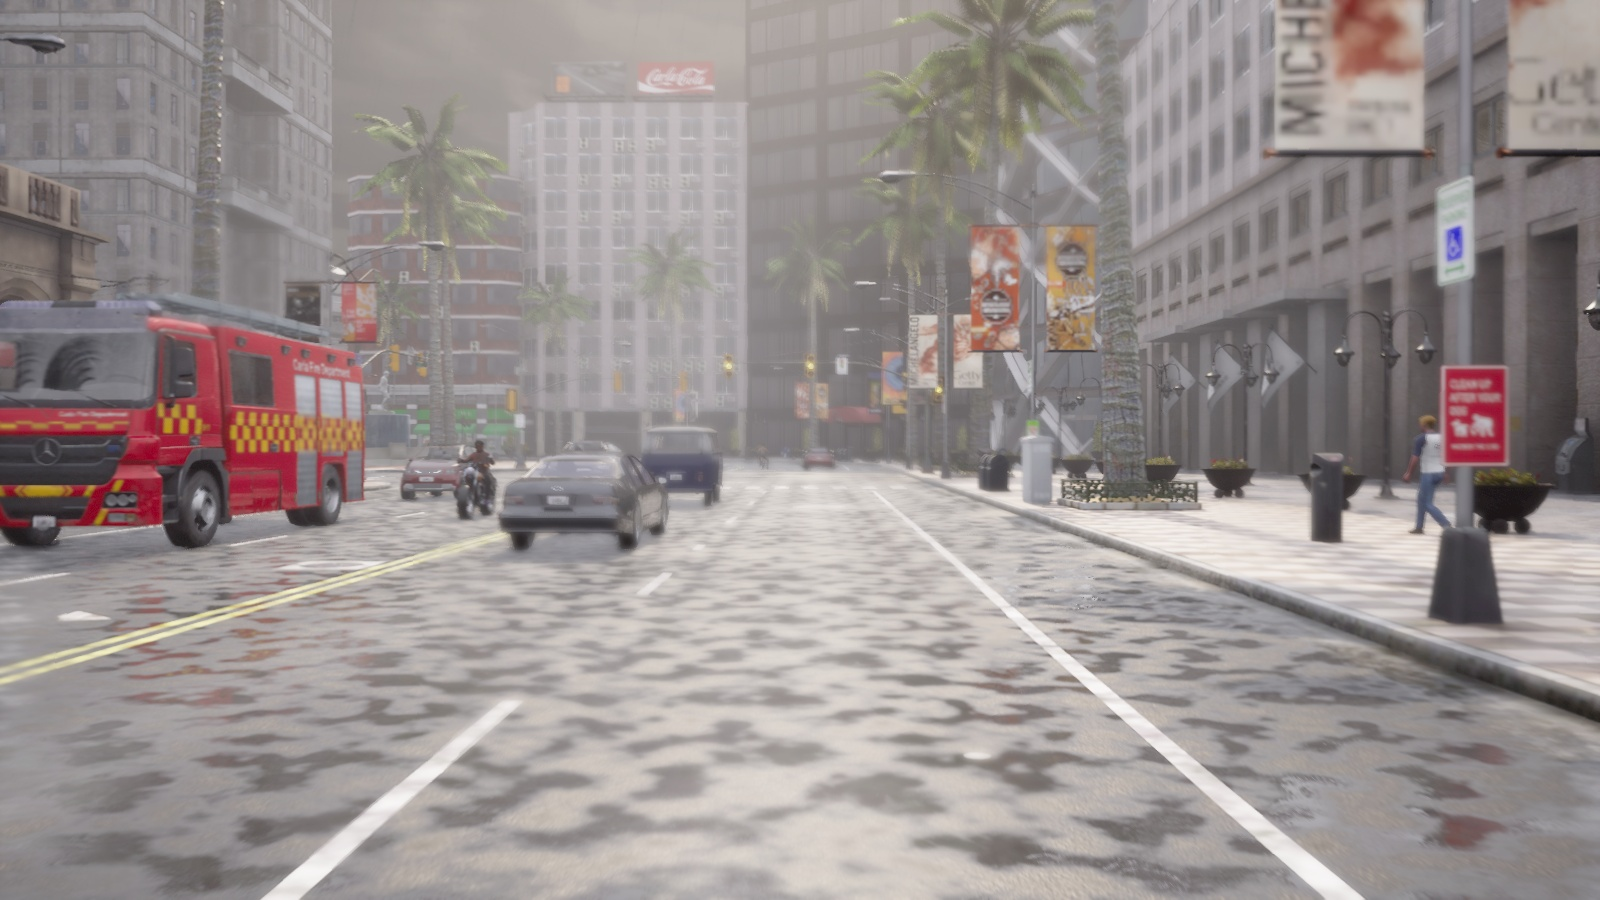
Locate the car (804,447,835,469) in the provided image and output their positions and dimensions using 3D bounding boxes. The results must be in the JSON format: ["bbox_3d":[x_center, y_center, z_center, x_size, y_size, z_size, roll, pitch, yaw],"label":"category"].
[{"bbox_3d":[1.275,0.490,81.899,1.994,1.385,4.181,0,0,1],"label":"car"}]

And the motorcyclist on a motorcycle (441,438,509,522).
[{"bbox_3d":[-6.686,0.589,25.968,0.766,1.649,2.350,0,0,1],"label":"motorcyclist on a motorcycle"}]

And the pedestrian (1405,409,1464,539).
[{"bbox_3d":[9.208,0.339,18.236,0.354,1.836,0.706,0,0,-19],"label":"pedestrian"}]

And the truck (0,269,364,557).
[{"bbox_3d":[-10.214,-0.500,20.904,2.891,3.827,8.468,0,0,1],"label":"truck"}]

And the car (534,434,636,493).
[{"bbox_3d":[-6.410,0.371,37.960,2.152,1.651,5.027,0,0,1],"label":"car"}]

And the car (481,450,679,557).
[{"bbox_3d":[-3.214,0.715,19.540,2.033,1.411,5.357,0,0,1],"label":"car"}]

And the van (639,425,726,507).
[{"bbox_3d":[-2.982,0.374,32.591,1.775,1.987,4.442,0,0,1],"label":"van"}]

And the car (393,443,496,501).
[{"bbox_3d":[-9.929,0.581,35.333,1.789,1.549,3.705,0,0,1],"label":"car"}]
